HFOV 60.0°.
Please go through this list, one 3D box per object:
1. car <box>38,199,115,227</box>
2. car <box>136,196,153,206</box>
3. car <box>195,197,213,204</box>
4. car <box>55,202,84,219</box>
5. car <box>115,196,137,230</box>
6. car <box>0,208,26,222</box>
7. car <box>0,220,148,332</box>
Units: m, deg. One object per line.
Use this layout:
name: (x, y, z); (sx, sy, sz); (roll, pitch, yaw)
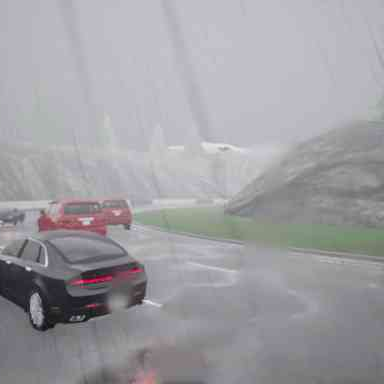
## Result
car: (-5.878, 1.397, 15.984); (2.150, 2.045, 5.566); (0, -1, -34)
car: (-10.709, 1.881, 70.254); (2.150, 2.045, 5.566); (0, -1, 37)
car: (3.124, 2.117, 83.463); (4.553, 1.767, 2.097); (0, -1, -29)
car: (-12.604, 1.879, 34.431); (1.837, 1.490, 4.892); (0, -1, -8)
car: (-5.744, 1.474, 22.803); (2.150, 2.045, 5.566); (0, -1, -26)
car: (-14.376, 1.879, 26.035); (1.895, 1.301, 4.718); (0, -1, -18)
car: (-2.948, 1.584, 7.116); (4.892, 1.490, 1.837); (-1, 0, 44)
